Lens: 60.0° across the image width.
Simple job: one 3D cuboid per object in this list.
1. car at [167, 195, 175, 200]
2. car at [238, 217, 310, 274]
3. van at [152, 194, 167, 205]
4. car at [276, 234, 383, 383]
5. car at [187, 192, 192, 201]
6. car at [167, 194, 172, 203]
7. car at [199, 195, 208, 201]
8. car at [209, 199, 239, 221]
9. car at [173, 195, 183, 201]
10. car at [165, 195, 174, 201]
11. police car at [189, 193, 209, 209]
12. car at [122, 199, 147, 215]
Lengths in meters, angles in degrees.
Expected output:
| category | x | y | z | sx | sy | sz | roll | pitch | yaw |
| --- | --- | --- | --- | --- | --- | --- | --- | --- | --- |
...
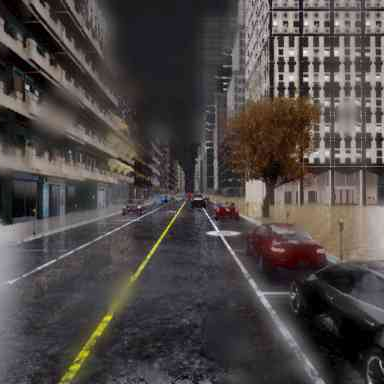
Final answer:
| category | x | y | z | sx | sy | sz | roll | pitch | yaw |
| --- | --- | --- | --- | --- | --- | --- | --- | --- | --- |
| car | -5.677 | 1.442 | 90.084 | 1.802 | 1.307 | 4.206 | 1 | 0 | 0 |
| car | 2.702 | 1.583 | 10.188 | 1.802 | 1.307 | 4.206 | 1 | 0 | 0 |
| van | -5.673 | 1.287 | 55.891 | 1.690 | 1.788 | 3.998 | 1 | 0 | 0 |
| car | 2.702 | 1.566 | 4.489 | 1.947 | 1.339 | 4.313 | 1 | 0 | 0 |
| car | -0.001 | 1.017 | 81.274 | 2.150 | 2.045 | 5.566 | 0 | 0 | 0 |
| car | -5.677 | 1.488 | 67.292 | 1.947 | 1.339 | 4.313 | 1 | 0 | 0 |
| car | 2.704 | 1.438 | 78.571 | 1.887 | 1.381 | 4.507 | 1 | 0 | 0 |
| car | 2.704 | 1.432 | 27.285 | 1.967 | 1.590 | 4.097 | 1 | 0 | 0 |
| car | -3.001 | 1.437 | 76.697 | 1.895 | 1.301 | 4.718 | 0 | 0 | 0 |
| car | -5.676 | 1.428 | 84.387 | 2.008 | 1.369 | 4.403 | 1 | 0 | 0 |
| police car | 0.899 | 1.391 | 45.905 | 1.930 | 1.638 | 5.238 | 0 | 0 | 0 |
| car | -5.675 | 1.426 | 33.094 | 1.967 | 1.590 | 4.097 | 1 | 0 | 0 |
